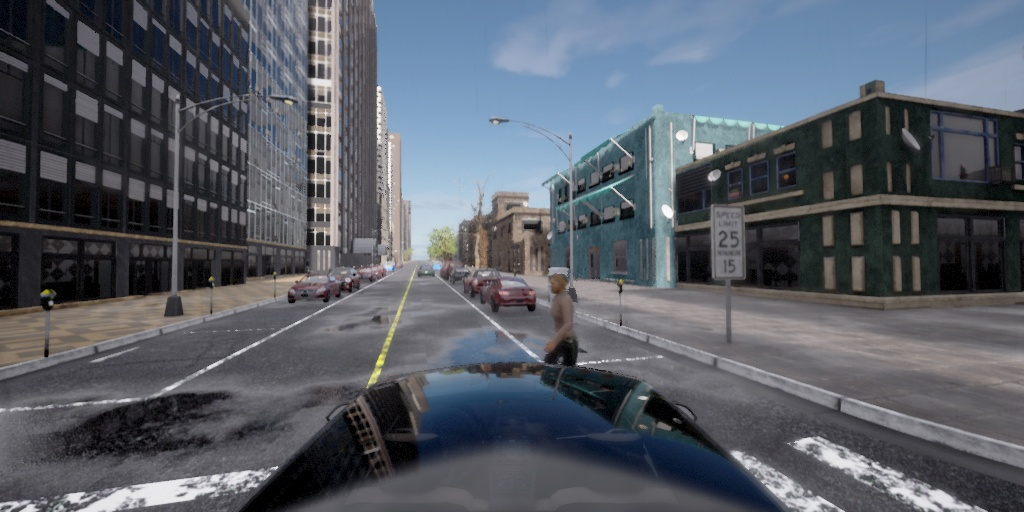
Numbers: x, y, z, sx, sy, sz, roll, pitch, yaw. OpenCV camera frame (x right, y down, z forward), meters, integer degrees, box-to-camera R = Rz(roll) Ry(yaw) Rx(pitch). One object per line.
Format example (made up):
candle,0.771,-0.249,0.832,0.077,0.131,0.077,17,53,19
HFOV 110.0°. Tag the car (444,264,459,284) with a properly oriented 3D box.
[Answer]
car,-4.439,1.669,30.821,2.007,1.370,4.403,0,0,-15

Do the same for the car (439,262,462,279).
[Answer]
car,-5.838,1.505,36.187,2.192,1.841,5.009,0,0,-15

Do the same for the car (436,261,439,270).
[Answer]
car,-7.238,1.575,41.556,2.192,1.841,5.009,0,0,-15

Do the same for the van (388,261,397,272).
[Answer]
van,-20.945,1.866,60.908,1.690,1.789,3.998,0,0,-15

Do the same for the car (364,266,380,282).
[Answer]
car,-13.948,1.767,34.072,1.802,1.307,4.207,0,0,-15

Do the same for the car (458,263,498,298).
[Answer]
car,-1.641,1.412,20.088,1.967,1.591,4.097,0,0,-15

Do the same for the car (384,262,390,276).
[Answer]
car,-16.747,1.870,44.807,1.888,1.381,4.507,0,0,-15

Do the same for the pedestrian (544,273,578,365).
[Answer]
pedestrian,0.651,1.054,4.521,0.375,1.860,0.375,1,-2,-15

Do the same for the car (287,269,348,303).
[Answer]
car,-9.750,1.549,17.973,1.802,1.307,4.207,0,0,-15

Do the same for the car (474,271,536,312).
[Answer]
car,-0.241,1.480,14.719,1.802,1.307,4.207,0,0,-15

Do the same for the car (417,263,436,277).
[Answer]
car,-10.509,1.861,43.856,1.994,1.385,4.181,0,-1,-15

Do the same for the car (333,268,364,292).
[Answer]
car,-11.149,1.481,23.339,1.967,1.591,4.097,0,0,-15

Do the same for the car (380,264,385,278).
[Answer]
car,-15.347,1.838,39.441,1.802,1.307,4.207,0,0,-15
